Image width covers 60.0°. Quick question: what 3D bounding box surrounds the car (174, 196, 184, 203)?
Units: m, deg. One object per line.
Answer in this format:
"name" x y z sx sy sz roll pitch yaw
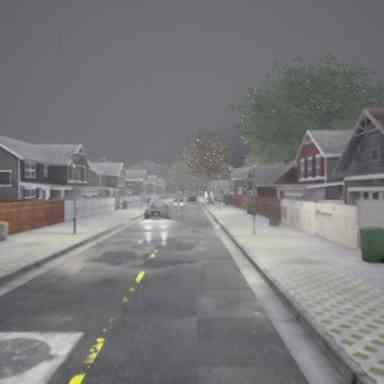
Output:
"car" -2.741 1.578 68.512 1.994 1.385 4.181 0 0 0

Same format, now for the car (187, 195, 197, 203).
"car" 0.014 1.501 69.670 1.837 1.490 4.892 0 0 0

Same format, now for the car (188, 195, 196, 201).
"car" 0.012 1.428 84.282 1.837 1.490 4.892 0 0 0

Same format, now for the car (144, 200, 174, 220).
"car" -2.843 1.549 28.167 1.994 1.385 4.181 0 0 0
